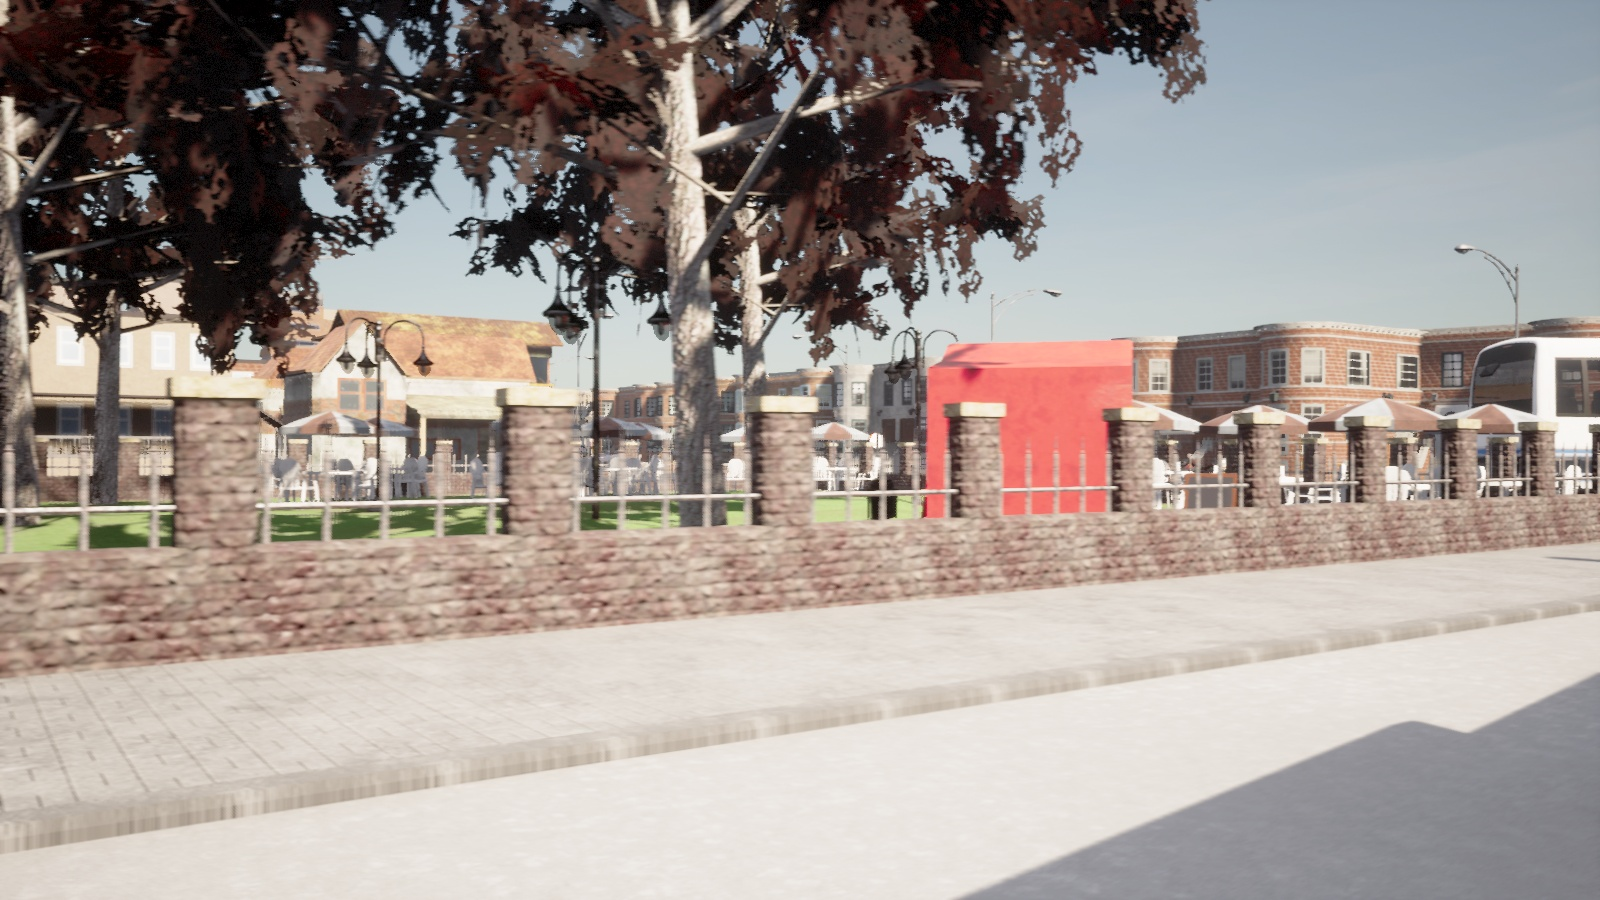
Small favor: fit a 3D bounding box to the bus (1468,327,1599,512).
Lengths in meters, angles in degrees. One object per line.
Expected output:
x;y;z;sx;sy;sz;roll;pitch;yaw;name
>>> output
22.551;-0.652;30.739;10.273;4.253;3.944;0;-1;1;bus
